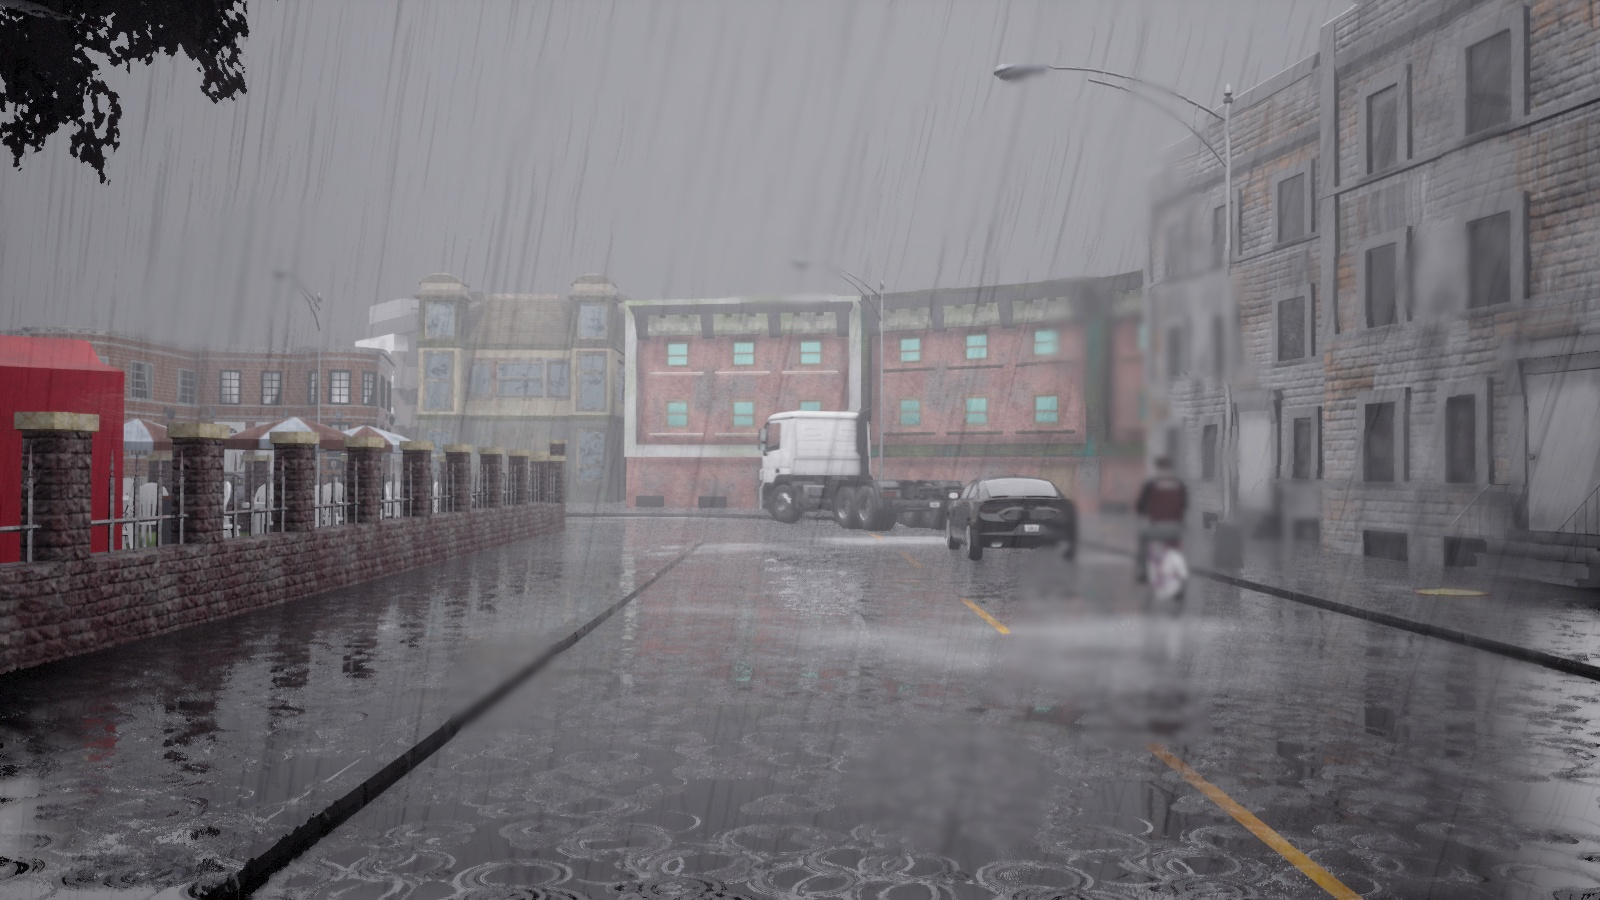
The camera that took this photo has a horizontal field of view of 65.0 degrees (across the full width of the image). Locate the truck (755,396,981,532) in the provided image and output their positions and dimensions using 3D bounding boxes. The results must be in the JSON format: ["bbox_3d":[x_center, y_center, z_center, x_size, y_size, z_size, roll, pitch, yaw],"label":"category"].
[{"bbox_3d":[1.682,0.430,36.049,2.891,3.462,7.936,0,-1,-27],"label":"truck"}]

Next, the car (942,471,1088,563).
[{"bbox_3d":[3.934,1.175,23.804,1.882,1.535,5.008,0,-1,0],"label":"car"}]

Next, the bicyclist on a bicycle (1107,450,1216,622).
[{"bbox_3d":[3.961,0.902,13.891,0.659,1.776,1.843,0,-1,0],"label":"bicyclist on a bicycle"}]

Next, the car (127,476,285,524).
[{"bbox_3d":[-18.967,1.578,40.242,4.193,1.474,1.816,0,-1,0],"label":"car"}]
